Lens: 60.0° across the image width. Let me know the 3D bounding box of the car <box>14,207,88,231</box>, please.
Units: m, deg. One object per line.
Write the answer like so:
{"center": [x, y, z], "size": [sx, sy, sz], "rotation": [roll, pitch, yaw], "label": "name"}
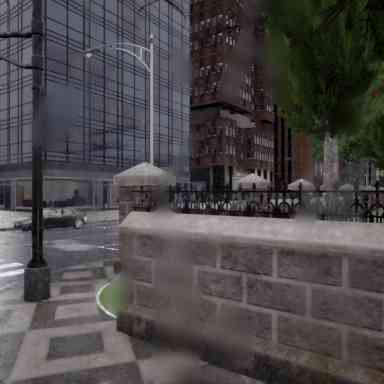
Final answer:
{"center": [-8.431, 1.631, 20.209], "size": [2.008, 1.369, 4.403], "rotation": [0, -1, 36], "label": "car"}
